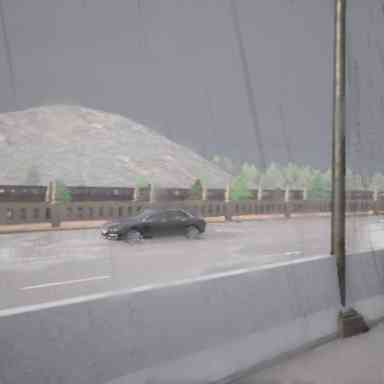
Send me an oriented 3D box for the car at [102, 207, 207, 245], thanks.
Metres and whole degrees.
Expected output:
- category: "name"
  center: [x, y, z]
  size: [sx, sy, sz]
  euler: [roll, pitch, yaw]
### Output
- category: "car"
  center: [-1.616, 1.467, 15.251]
  size: [4.892, 1.490, 1.837]
  euler: [0, 0, -31]
